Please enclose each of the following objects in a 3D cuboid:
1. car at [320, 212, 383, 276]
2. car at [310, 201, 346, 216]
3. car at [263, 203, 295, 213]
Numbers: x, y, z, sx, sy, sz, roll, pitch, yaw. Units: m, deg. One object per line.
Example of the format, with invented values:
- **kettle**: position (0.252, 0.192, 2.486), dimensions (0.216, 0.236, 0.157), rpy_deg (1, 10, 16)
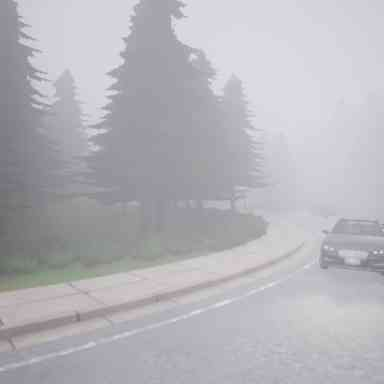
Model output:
- **car**: position (5.557, 1.640, 11.075), dimensions (2.128, 1.511, 4.902), rpy_deg (0, -1, 30)
- **car**: position (14.252, 1.790, 35.073), dimensions (2.097, 1.767, 4.553), rpy_deg (1, -1, -3)
- **car**: position (11.636, 2.100, 44.795), dimensions (1.895, 1.301, 4.718), rpy_deg (1, -1, -24)
